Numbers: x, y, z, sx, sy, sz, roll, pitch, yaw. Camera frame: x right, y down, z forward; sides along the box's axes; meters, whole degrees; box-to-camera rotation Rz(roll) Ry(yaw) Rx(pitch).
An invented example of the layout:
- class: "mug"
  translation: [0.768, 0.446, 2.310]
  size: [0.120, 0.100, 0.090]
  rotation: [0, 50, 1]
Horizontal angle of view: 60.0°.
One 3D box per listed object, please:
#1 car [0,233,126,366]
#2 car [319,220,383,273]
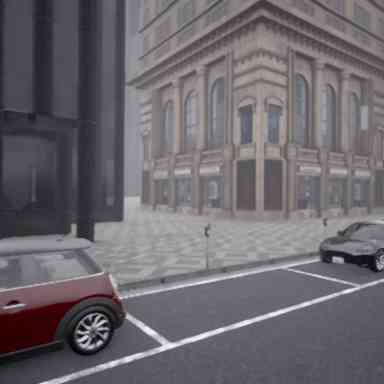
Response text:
- class: "car"
  translation: [-3.084, 1.440, 4.445]
  size: [4.097, 1.590, 1.967]
  rotation: [0, 0, -36]
- class: "car"
  translation: [6.035, 1.622, 10.952]
  size: [4.313, 1.339, 1.947]
  rotation: [0, 0, -36]
